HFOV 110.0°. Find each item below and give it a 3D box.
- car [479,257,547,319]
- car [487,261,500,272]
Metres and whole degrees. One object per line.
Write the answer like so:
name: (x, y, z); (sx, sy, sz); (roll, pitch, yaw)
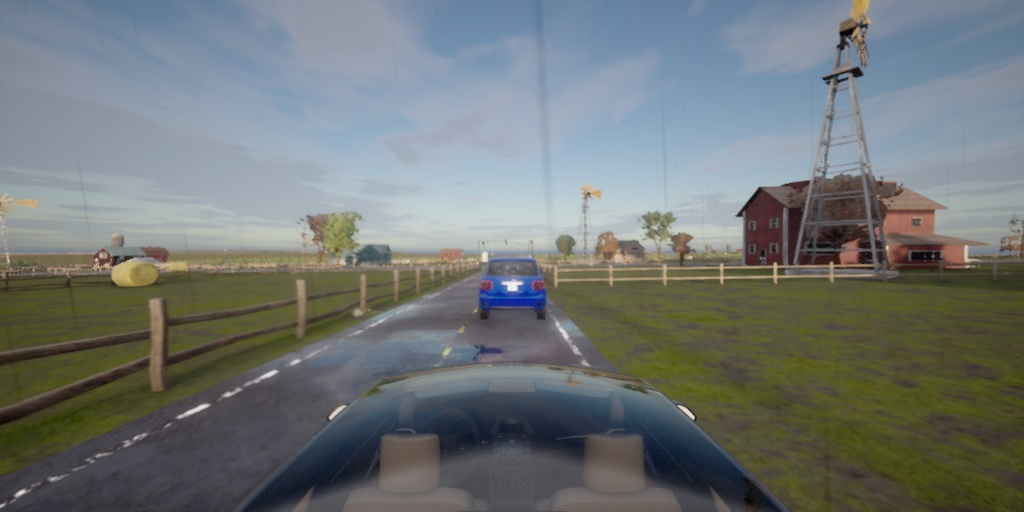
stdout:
car: (0.034, 1.040, 13.228); (2.150, 2.045, 5.566); (0, 0, 0)
car: (-2.824, 1.582, 55.599); (1.837, 1.490, 4.892); (0, 0, 0)
